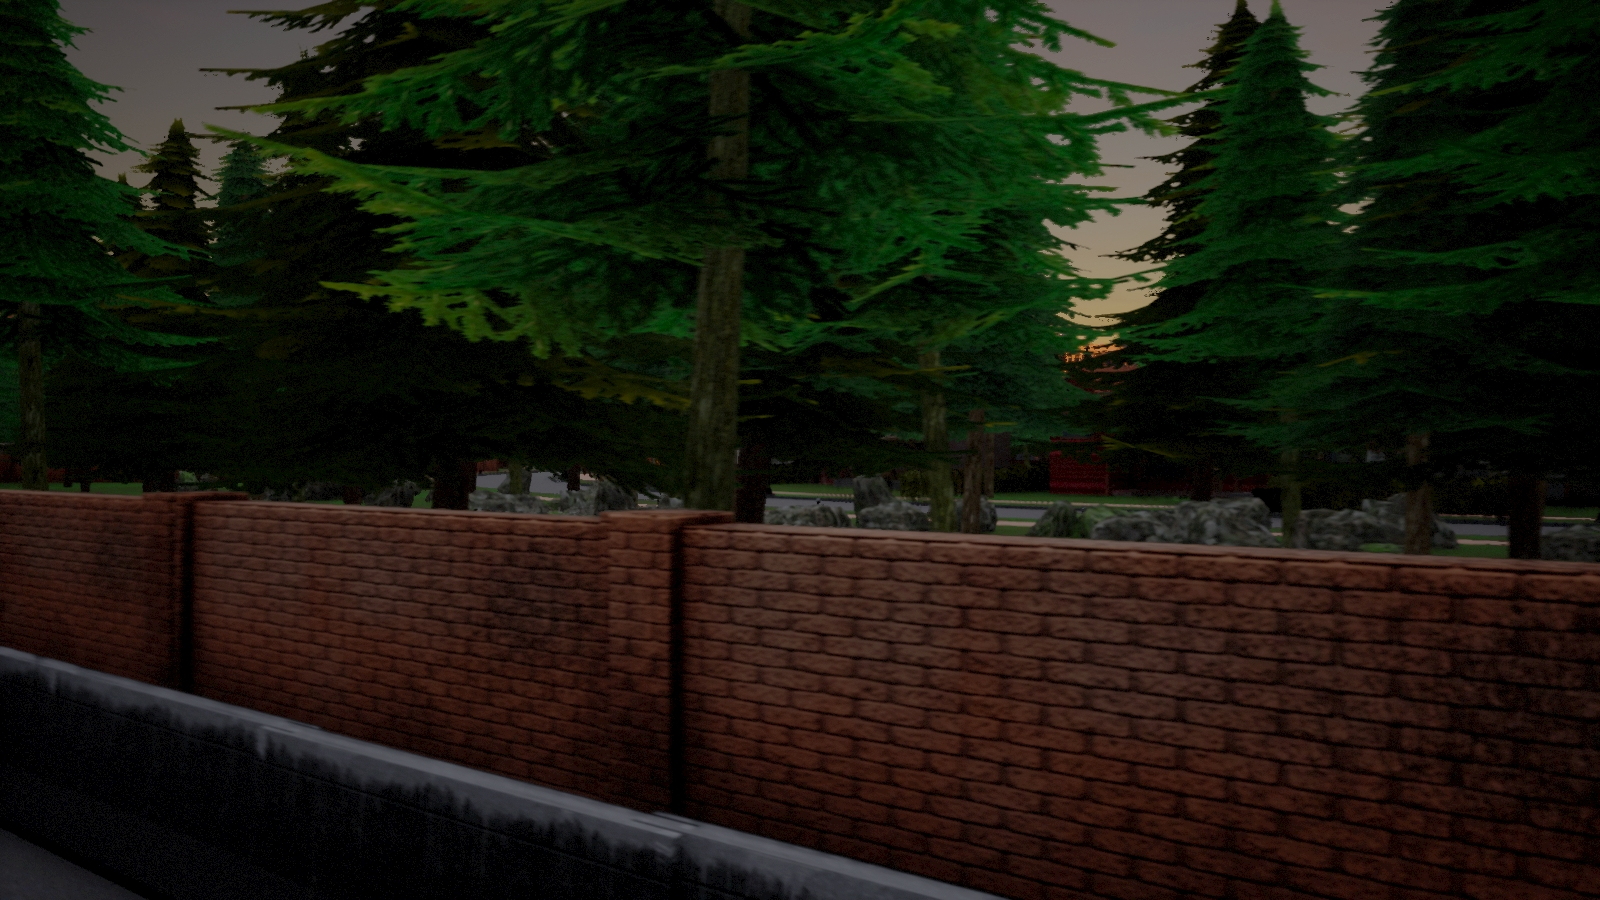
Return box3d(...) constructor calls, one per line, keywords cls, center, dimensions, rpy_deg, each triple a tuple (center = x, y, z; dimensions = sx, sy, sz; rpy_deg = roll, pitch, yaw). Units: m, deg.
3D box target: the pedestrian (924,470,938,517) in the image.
box3d(cls="pedestrian", center=(5.126, 1.699, 44.783), dimensions=(0.375, 1.860, 0.375), rpy_deg=(0, 0, -39))
